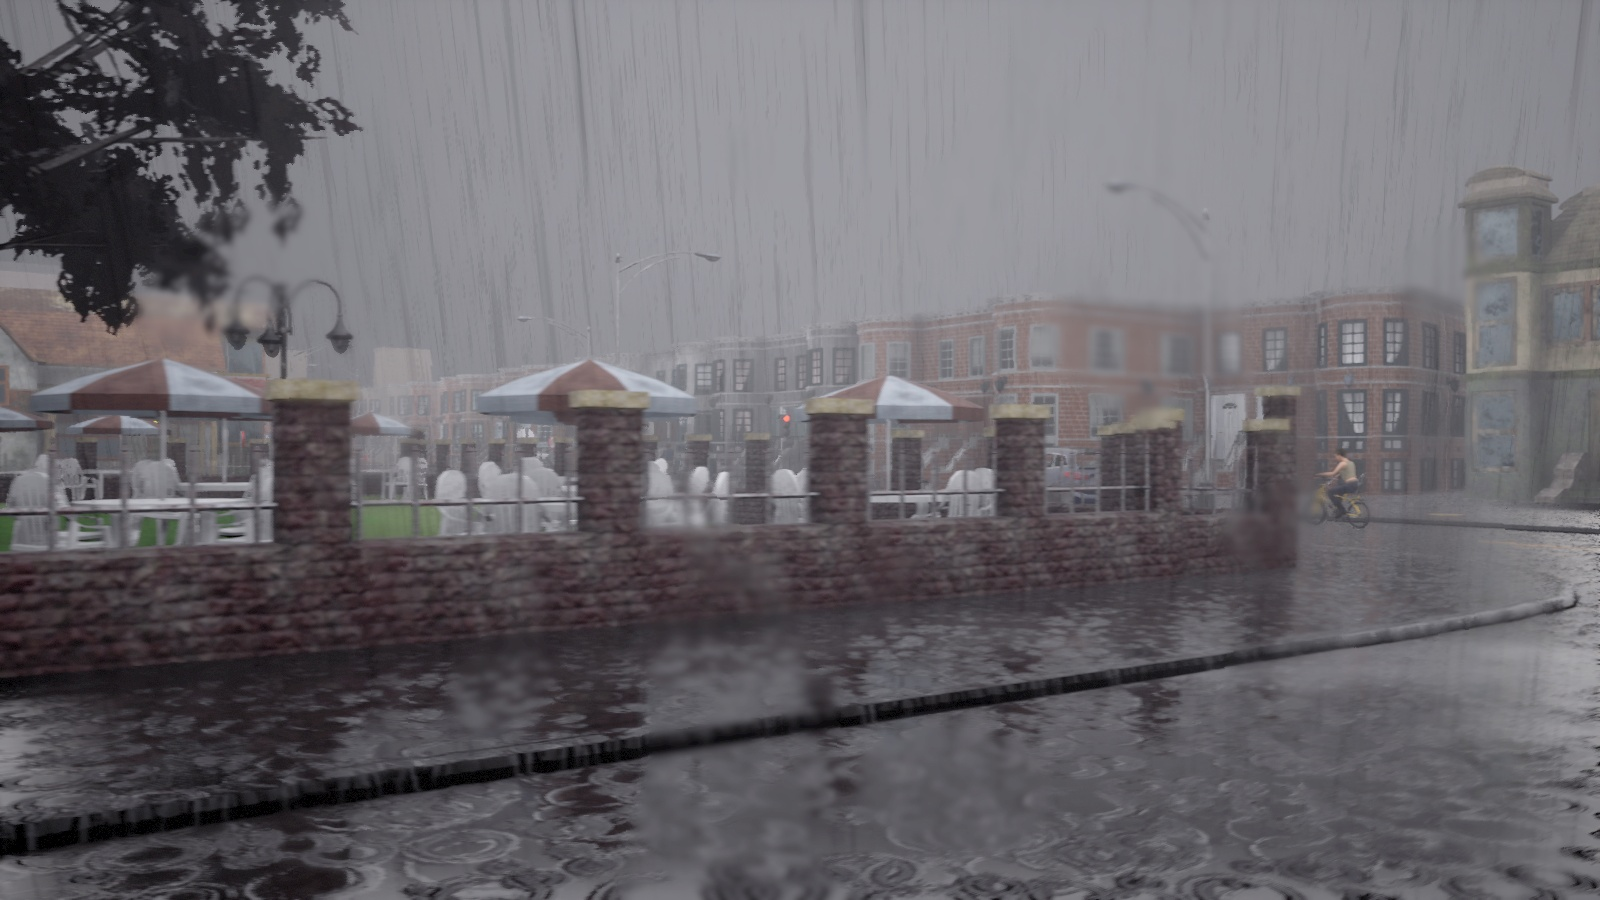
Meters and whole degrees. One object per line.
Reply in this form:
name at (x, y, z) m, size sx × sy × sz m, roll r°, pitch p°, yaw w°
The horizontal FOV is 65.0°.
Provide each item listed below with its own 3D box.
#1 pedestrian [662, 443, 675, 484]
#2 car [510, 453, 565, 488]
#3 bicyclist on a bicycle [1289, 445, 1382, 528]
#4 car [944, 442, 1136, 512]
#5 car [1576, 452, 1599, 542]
pedestrian at (-5.859, 0.604, 55.775) m, size 0.370 × 1.835 × 0.726 m, roll 0°, pitch 0°, yaw -23°
car at (-11.872, 0.915, 57.085) m, size 1.837 × 1.490 × 4.892 m, roll 1°, pitch 0°, yaw -5°
bicyclist on a bicycle at (10.845, 0.721, 25.467) m, size 0.866 × 1.612 × 1.509 m, roll 0°, pitch 0°, yaw -35°
car at (6.089, 0.656, 32.374) m, size 2.242 × 1.667 × 4.611 m, roll 0°, pitch 0°, yaw -35°
car at (14.636, 0.761, 19.026) m, size 2.163 × 1.488 × 4.792 m, roll 0°, pitch 0°, yaw -12°
